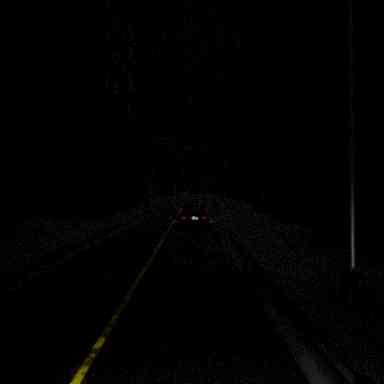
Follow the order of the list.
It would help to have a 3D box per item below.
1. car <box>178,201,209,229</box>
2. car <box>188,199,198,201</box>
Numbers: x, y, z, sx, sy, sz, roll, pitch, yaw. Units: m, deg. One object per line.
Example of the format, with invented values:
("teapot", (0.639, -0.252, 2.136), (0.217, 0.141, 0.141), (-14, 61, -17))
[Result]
("car", (0.107, 1.531, 21.306), (2.033, 1.411, 5.357), (0, 0, 0))
("car", (0.113, 1.508, 37.960), (1.994, 1.385, 4.181), (0, 0, 0))
